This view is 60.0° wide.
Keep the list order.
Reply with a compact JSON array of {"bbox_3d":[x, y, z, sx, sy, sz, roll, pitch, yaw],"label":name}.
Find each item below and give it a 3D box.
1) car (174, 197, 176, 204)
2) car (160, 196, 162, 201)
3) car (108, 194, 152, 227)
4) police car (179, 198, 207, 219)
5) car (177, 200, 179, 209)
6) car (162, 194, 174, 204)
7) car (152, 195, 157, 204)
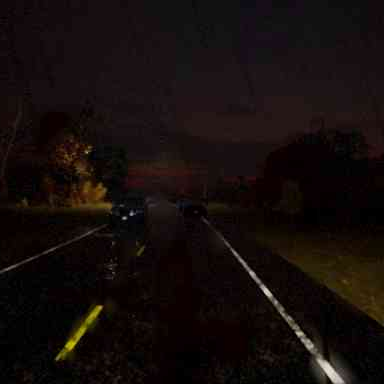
[{"bbox_3d":[-1.050,1.476,44.756,1.812,1.442,4.674,0,0,-5],"label":"car"},{"bbox_3d":[-6.477,1.317,79.464,2.128,1.511,4.902,0,0,-10],"label":"car"},{"bbox_3d":[-4.196,1.205,22.823,2.150,2.045,5.566,0,0,-3],"label":"car"},{"bbox_3d":[0.159,1.400,28.822,1.930,1.638,5.238,0,0,-3],"label":"police car"},{"bbox_3d":[-0.532,1.440,38.744,1.882,1.535,5.008,0,0,-5],"label":"car"},{"bbox_3d":[-4.182,1.429,63.740,1.837,1.490,4.892,0,0,-7],"label":"car"},{"bbox_3d":[-7.799,1.405,63.932,1.882,1.535,5.008,0,0,-7],"label":"car"}]
